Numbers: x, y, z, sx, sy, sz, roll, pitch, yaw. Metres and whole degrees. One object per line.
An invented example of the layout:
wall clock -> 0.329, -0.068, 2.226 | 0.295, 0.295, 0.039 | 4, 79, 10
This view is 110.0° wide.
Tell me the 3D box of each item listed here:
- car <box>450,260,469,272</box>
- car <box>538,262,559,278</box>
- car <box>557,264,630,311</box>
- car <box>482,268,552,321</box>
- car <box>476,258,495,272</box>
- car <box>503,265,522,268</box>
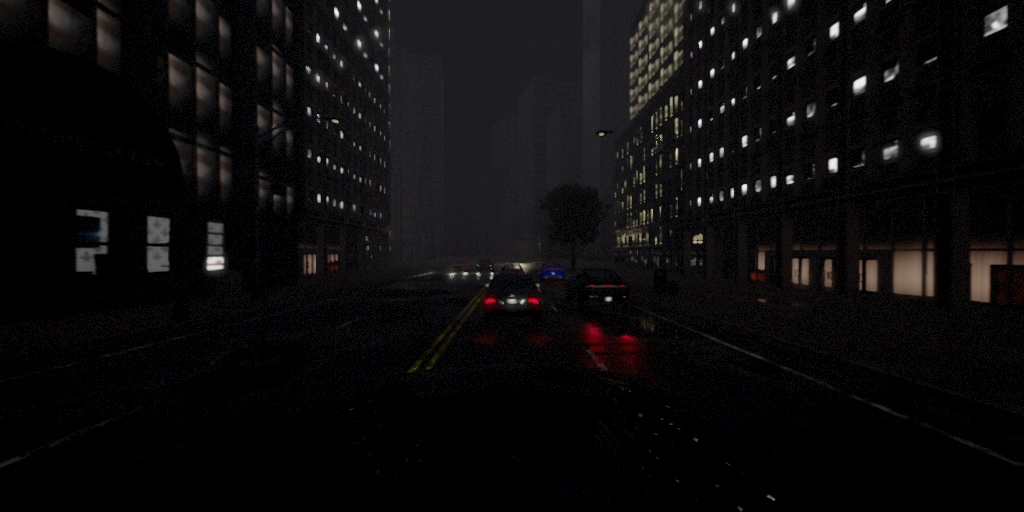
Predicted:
car -> -6.606, 1.230, 45.758 | 1.882, 1.535, 5.008 | 0, 0, 0
car -> 3.300, 1.236, 30.832 | 1.882, 1.535, 5.008 | 0, 0, 0
car -> 3.295, 1.248, 14.585 | 2.128, 1.511, 4.902 | 0, 0, 0
car -> 0.023, 1.303, 12.440 | 2.033, 1.411, 5.357 | 0, 0, 1
car -> -3.354, 1.104, 45.671 | 2.097, 1.767, 4.553 | 0, 0, 0
car -> 0.038, 1.360, 28.990 | 1.895, 1.301, 4.718 | 0, 0, 1
